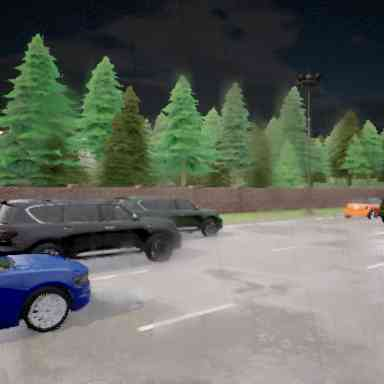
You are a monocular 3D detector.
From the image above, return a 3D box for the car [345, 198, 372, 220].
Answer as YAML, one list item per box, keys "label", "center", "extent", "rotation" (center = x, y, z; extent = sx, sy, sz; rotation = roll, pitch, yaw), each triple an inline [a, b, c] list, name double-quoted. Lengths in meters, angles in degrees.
- label: "car"
  center: [14.398, 1.236, 26.908]
  extent: [4.553, 1.767, 2.097]
  rotation: [0, 0, -35]

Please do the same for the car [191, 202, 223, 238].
- label: "car"
  center: [-1.116, 1.186, 15.846]
  extent: [5.566, 2.045, 2.150]
  rotation: [0, 0, -35]

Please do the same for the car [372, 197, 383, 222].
- label: "car"
  center: [15.248, 1.112, 23.217]
  extent: [5.566, 2.045, 2.150]
  rotation: [0, 0, -35]

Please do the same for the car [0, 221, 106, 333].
- label: "car"
  center: [-4.132, 1.479, 5.099]
  extent: [5.008, 1.535, 1.882]
  rotation: [0, 0, -35]

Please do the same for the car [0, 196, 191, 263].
- label: "car"
  center: [-3.007, 1.207, 10.199]
  extent: [5.566, 2.045, 2.150]
  rotation: [0, 0, -35]
